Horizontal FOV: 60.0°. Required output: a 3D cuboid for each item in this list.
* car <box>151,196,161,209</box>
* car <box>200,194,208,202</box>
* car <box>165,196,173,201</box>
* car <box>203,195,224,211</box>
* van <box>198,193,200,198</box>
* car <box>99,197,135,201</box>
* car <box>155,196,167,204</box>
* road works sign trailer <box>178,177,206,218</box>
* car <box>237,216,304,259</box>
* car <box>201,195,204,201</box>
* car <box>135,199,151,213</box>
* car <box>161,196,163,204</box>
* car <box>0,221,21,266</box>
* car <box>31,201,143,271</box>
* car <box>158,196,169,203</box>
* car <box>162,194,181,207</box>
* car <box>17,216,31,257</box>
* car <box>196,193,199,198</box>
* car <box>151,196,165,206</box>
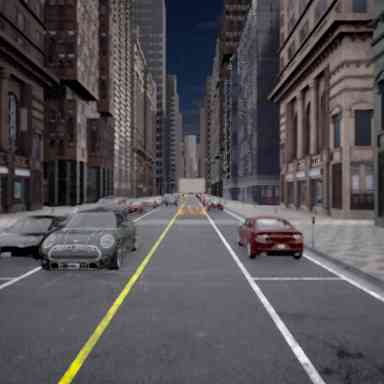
[{"bbox_3d":[-5.781,1.589,46.105,1.802,1.307,4.206,0,0,0],"label":"car"},{"bbox_3d":[2.739,1.554,57.321,1.887,1.381,4.507,0,0,0],"label":"car"},{"bbox_3d":[-5.800,1.599,85.318,1.802,1.307,4.206,0,0,0],"label":"car"},{"bbox_3d":[2.747,1.446,40.514,1.967,1.590,4.097,0,0,0],"label":"car"},{"bbox_3d":[2.734,1.354,68.525,1.690,1.788,3.998,0,0,0],"label":"van"},{"bbox_3d":[-5.770,1.317,23.698,2.192,1.841,5.009,0,0,0],"label":"car"},{"bbox_3d":[-5.789,1.556,62.910,1.887,1.381,4.507,0,0,0],"label":"car"},{"bbox_3d":[-0.013,0.467,29.193,2.380,3.560,2.880,0,0,0],"label":"road works sign trailer"},{"bbox_3d":[2.760,1.546,12.504,1.887,1.381,4.507,0,0,0],"label":"car"},{"bbox_3d":[2.742,1.534,51.889,1.752,1.417,4.829,0,0,0],"label":"car"},{"bbox_3d":[-5.776,1.549,34.902,1.887,1.381,4.507,0,0,0],"label":"car"},{"bbox_3d":[-5.783,1.534,51.537,1.752,1.417,4.829,0,0,0],"label":"car"},{"bbox_3d":[-5.763,1.552,6.893,2.008,1.369,4.403,0,0,0],"label":"car"},{"bbox_3d":[-3.105,1.353,10.963,2.097,1.767,4.553,0,0,0],"label":"car"},{"bbox_3d":[-5.792,1.557,68.513,1.887,1.381,4.507,0,0,0],"label":"car"},{"bbox_3d":[-3.101,1.513,51.662,1.837,1.490,4.892,0,0,0],"label":"car"},{"bbox_3d":[-5.765,1.567,12.495,1.947,1.339,4.313,0,0,0],"label":"car"},{"bbox_3d":[2.726,1.457,85.332,1.967,1.590,4.097,0,0,0],"label":"car"},{"bbox_3d":[-5.786,1.450,57.309,1.967,1.590,4.097,0,0,0],"label":"car"}]
